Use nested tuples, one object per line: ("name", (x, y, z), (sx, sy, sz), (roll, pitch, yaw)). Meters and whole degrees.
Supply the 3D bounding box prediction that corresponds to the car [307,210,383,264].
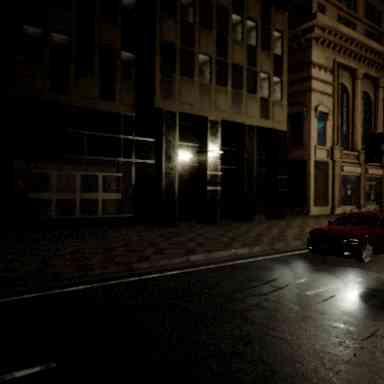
("car", (6.203, 1.442, 11.906), (5.008, 1.535, 1.882), (0, 0, -35))
